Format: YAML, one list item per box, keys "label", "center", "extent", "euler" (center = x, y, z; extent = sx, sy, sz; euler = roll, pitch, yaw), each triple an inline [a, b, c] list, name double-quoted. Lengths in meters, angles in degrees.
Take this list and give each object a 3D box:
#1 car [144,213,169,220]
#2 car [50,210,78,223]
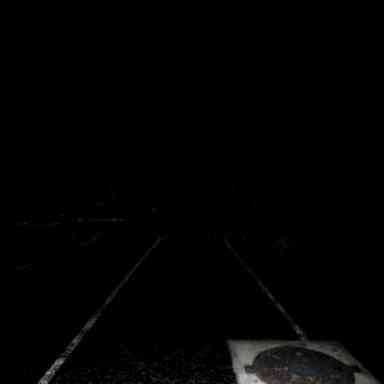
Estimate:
- label: "car"
  center: [-7.000, 4.780, 65.341]
  extent: [4.902, 1.511, 2.128]
  euler: [1, -4, -11]
- label: "car"
  center: [-19.683, 3.736, 51.507]
  extent: [2.150, 2.045, 5.566]
  euler: [-1, -4, 8]
